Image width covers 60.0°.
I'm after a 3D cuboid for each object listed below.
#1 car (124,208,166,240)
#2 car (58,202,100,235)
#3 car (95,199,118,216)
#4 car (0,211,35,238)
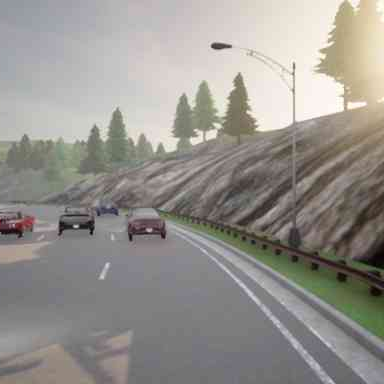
[{"bbox_3d":[-2.541,1.594,17.611,1.812,1.442,4.674,0,0,-14],"label":"car"},{"bbox_3d":[-6.777,1.570,19.662,2.128,1.511,4.902,0,0,-17],"label":"car"},{"bbox_3d":[-9.012,1.486,33.613,2.097,1.767,4.553,0,0,-28],"label":"car"},{"bbox_3d":[-9.816,1.675,17.949,1.895,1.301,4.718,0,0,-17],"label":"car"}]
